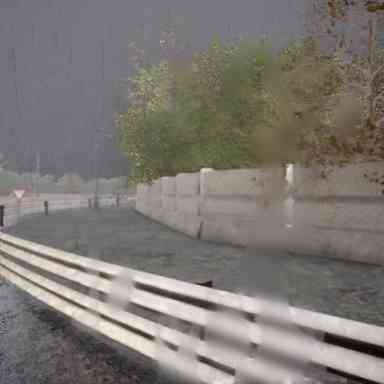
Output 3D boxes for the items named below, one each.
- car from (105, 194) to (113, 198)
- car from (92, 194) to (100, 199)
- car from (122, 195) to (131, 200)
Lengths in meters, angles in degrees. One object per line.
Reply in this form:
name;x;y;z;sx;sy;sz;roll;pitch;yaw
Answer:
car;-22.724;1.228;91.157;2.097;1.767;4.553;0;0;-15
car;-26.138;1.209;90.389;2.097;1.767;4.553;0;0;-15
car;-17.802;1.494;90.814;1.895;1.301;4.718;0;0;0
